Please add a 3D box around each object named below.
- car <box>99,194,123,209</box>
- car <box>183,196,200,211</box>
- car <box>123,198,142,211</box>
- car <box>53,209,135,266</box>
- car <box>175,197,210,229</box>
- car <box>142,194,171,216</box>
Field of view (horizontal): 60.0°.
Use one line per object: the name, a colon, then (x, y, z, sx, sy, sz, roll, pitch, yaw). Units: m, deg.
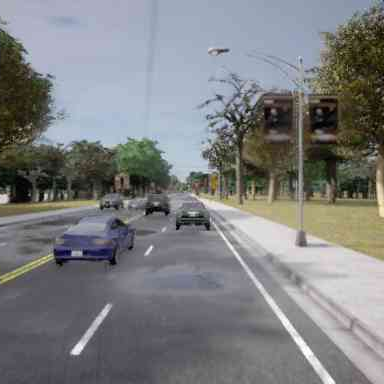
car: (-10.030, 1.267, 42.024, 2.150, 2.045, 5.566, 0, 0, 0)
car: (-0.099, 1.396, 42.470, 2.097, 1.767, 4.553, 0, 0, 0)
car: (-6.774, 1.534, 41.308, 2.128, 1.511, 4.902, 0, 0, 0)
car: (-3.171, 1.532, 11.458, 1.812, 1.442, 4.674, 0, 0, 0)
car: (0.039, 1.369, 21.820, 2.097, 1.767, 4.553, 0, 0, 0)
car: (-3.286, 1.252, 32.887, 2.150, 2.045, 5.566, 0, 0, -1)
